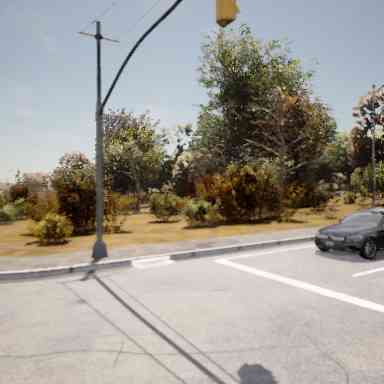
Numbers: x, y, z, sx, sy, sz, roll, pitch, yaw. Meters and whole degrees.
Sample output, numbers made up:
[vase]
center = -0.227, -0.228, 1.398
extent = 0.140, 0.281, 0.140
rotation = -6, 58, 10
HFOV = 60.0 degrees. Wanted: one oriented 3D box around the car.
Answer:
[car]
center = 6.481, 1.361, 11.876
extent = 4.674, 1.442, 1.812
rotation = -1, 1, -29
